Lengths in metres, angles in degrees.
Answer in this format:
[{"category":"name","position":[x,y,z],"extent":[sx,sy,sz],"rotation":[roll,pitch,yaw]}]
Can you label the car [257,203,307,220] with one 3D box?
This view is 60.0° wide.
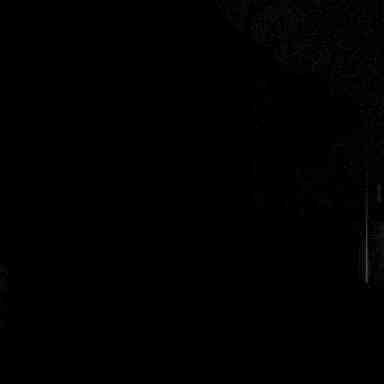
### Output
[{"category":"car","position":[8.093,1.767,30.408],"extent":[2.128,1.511,4.902],"rotation":[0,-1,-35]}]
